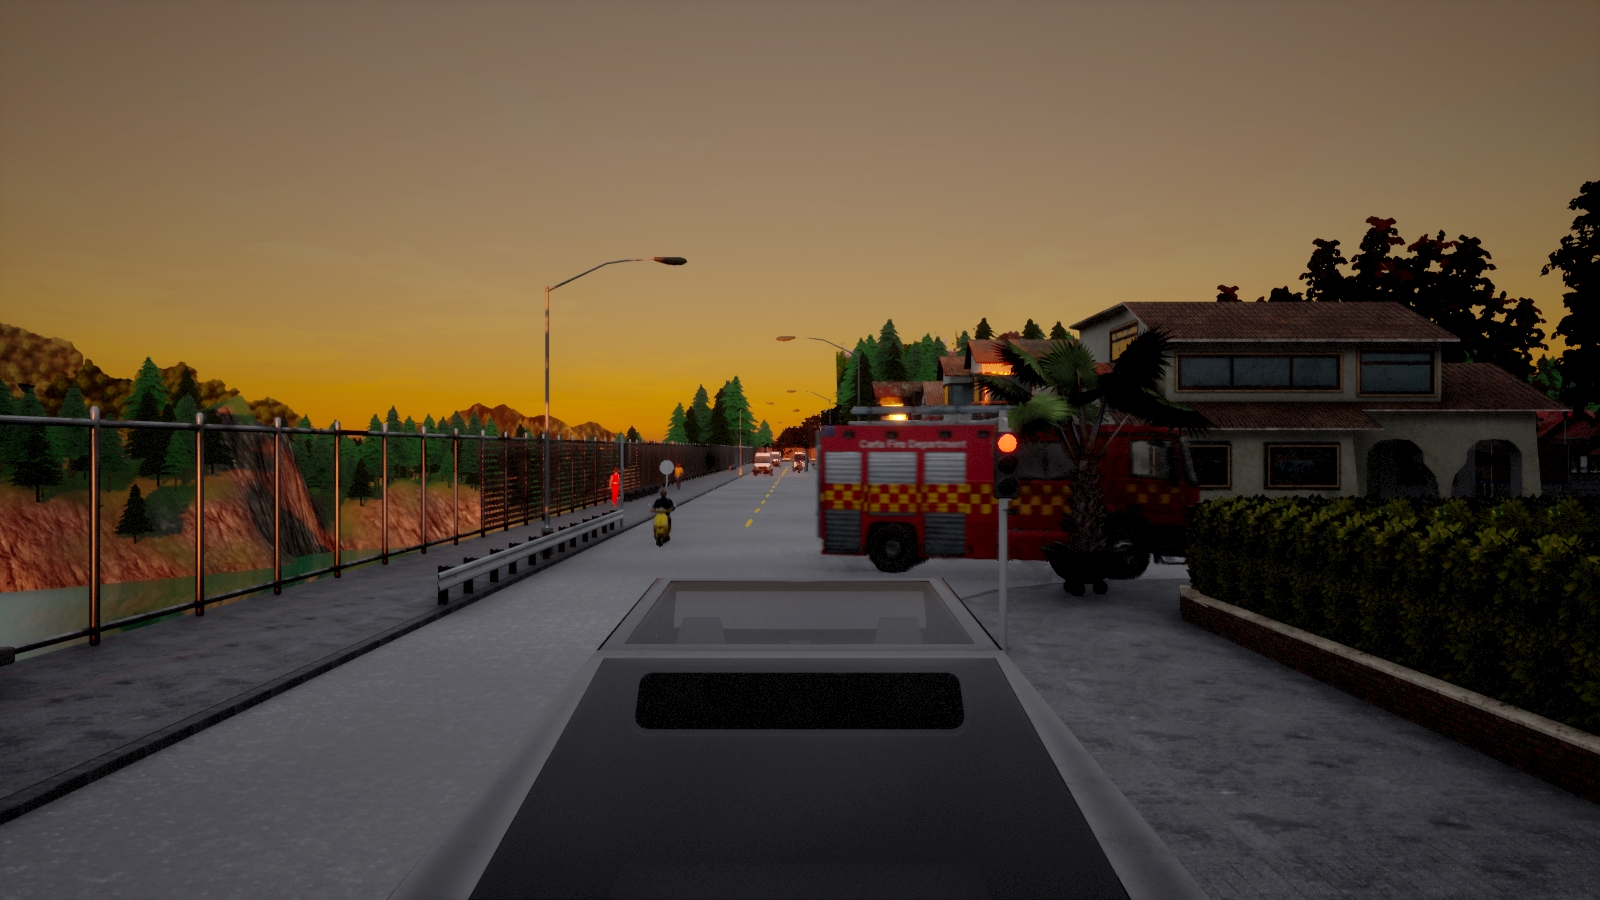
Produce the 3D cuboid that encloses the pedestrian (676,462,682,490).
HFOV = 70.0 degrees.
[{"bbox_3d":[-8.020,1.718,75.497,0.375,1.860,0.375,0,0,-2],"label":"pedestrian"}]

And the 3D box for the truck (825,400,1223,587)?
[{"bbox_3d":[5.042,0.880,26.021,8.468,3.827,2.891,0,0,17],"label":"truck"}]

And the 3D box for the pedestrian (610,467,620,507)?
[{"bbox_3d":[-8.632,1.724,53.268,0.375,1.860,0.375,0,0,8],"label":"pedestrian"}]

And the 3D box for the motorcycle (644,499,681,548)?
[{"bbox_3d":[-4.001,2.129,33.384,0.856,1.316,1.805,0,0,0],"label":"motorcycle"}]

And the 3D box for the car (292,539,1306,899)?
[{"bbox_3d":[-0.001,1.751,5.830,2.390,2.098,6.274,0,0,0],"label":"car"}]
